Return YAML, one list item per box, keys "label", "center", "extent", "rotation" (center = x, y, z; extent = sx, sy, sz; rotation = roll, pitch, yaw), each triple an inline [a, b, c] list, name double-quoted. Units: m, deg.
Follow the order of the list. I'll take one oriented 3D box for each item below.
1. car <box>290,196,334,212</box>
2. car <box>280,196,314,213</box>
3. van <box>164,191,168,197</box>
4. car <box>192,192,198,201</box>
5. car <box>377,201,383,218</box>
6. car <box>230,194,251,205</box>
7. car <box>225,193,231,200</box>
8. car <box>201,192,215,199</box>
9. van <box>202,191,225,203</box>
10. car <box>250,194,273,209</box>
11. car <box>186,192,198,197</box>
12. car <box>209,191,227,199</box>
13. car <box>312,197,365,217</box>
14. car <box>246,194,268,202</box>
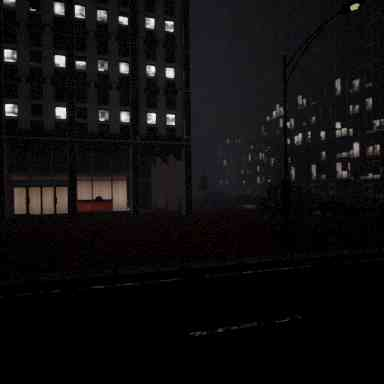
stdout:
- label: "car"
  center: [13.164, 1.239, 36.958]
  extent: [1.882, 1.535, 5.008]
  rotation: [-1, 1, -19]
- label: "car"
  center: [11.132, 1.400, 34.641]
  extent: [1.802, 1.307, 4.206]
  rotation: [0, 1, -20]
- label: "van"
  center: [-5.969, 0.688, 82.845]
  extent: [1.690, 1.788, 3.998]
  rotation: [0, 1, -20]
- label: "car"
  center: [-0.233, 1.057, 66.790]
  extent: [2.008, 1.369, 4.403]
  rotation: [0, 1, -20]
- label: "car"
  center: [17.029, 1.218, 26.033]
  extent: [2.097, 1.767, 4.553]
  rotation: [-1, 1, -19]
- label: "car"
  center: [8.186, 1.106, 50.969]
  extent: [1.882, 1.535, 5.008]
  rotation: [-1, 1, -19]
- label: "car"
  center: [7.659, 0.955, 69.608]
  extent: [1.802, 1.307, 4.206]
  rotation: [0, 1, -20]
- label: "car"
  center: [3.834, 0.707, 80.311]
  extent: [1.967, 1.590, 4.097]
  rotation: [0, 1, -20]
- label: "van"
  center: [3.590, 0.953, 56.083]
  extent: [1.690, 1.788, 3.998]
  rotation: [0, 1, -20]
- label: "car"
  center: [9.275, 1.332, 40.012]
  extent: [1.947, 1.339, 4.313]
  rotation: [0, 1, -20]
- label: "car"
  center: [0.011, 0.711, 91.016]
  extent: [2.008, 1.369, 4.403]
  rotation: [0, 1, -20]
- label: "car"
  center: [5.746, 0.635, 74.957]
  extent: [2.192, 1.841, 5.009]
  rotation: [0, 1, -20]
- label: "car"
  center: [13.028, 1.435, 29.280]
  extent: [1.947, 1.339, 4.313]
  rotation: [0, 1, -20]
- label: "car"
  center: [11.482, 1.060, 58.903]
  extent: [1.802, 1.307, 4.206]
  rotation: [0, 1, -20]
